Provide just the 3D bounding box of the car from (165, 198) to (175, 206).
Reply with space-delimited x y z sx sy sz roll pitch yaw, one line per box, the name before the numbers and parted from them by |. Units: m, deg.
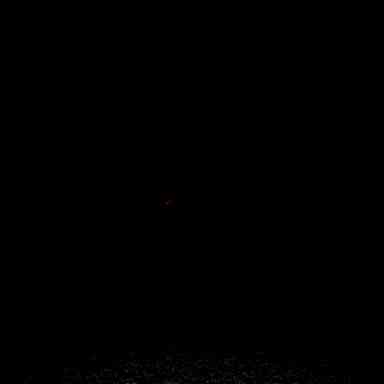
car | -3.903 1.873 63.961 1.837 1.490 4.892 -3 1 9
